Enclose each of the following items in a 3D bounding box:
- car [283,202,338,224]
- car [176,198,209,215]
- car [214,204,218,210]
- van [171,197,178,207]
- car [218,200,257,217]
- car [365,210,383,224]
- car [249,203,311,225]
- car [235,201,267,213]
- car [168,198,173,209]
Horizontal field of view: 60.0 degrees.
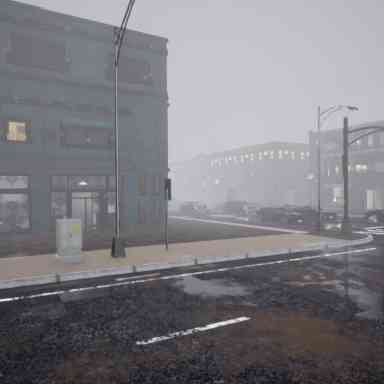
[{"bbox_3d":[9.705,1.775,27.233,1.994,1.385,4.181,-1,0,-29],"label":"car"},{"bbox_3d":[0.238,1.846,38.759,1.967,1.590,4.097,-1,0,-29],"label":"car"},{"bbox_3d":[4.831,1.966,47.693,1.802,1.307,4.206,-1,0,-29],"label":"car"},{"bbox_3d":[-3.316,1.908,62.166,1.690,1.788,3.998,-1,0,-29],"label":"van"},{"bbox_3d":[5.150,1.674,35.329,2.097,1.767,4.553,-1,-1,-29],"label":"car"},{"bbox_3d":[15.152,1.583,23.920,1.882,1.535,5.008,-2,0,-42],"label":"car"},{"bbox_3d":[6.938,1.814,26.605,1.947,1.339,4.313,-1,0,-29],"label":"car"},{"bbox_3d":[7.544,1.904,42.869,1.802,1.307,4.206,-1,0,-29],"label":"car"},{"bbox_3d":[-5.320,2.084,54.072,1.812,1.442,4.674,-1,0,-29],"label":"car"}]
